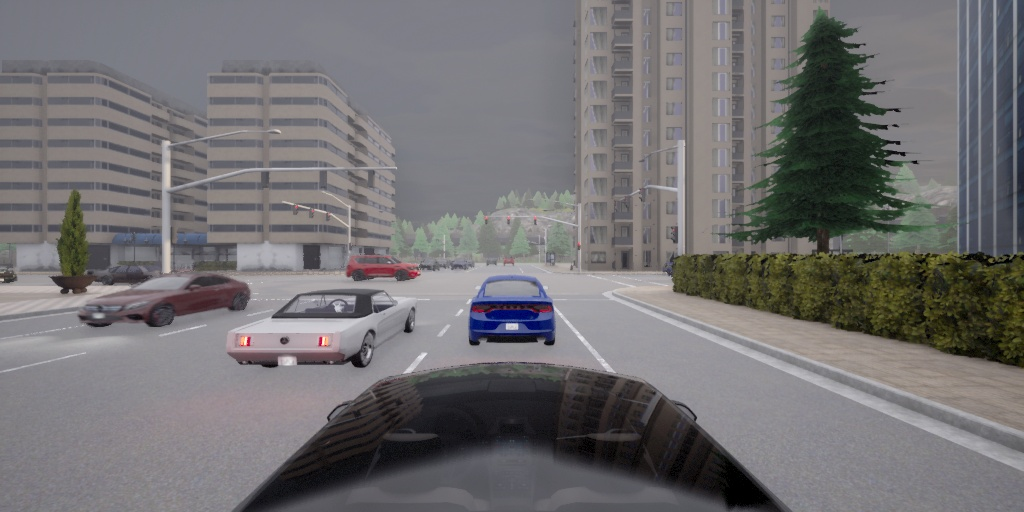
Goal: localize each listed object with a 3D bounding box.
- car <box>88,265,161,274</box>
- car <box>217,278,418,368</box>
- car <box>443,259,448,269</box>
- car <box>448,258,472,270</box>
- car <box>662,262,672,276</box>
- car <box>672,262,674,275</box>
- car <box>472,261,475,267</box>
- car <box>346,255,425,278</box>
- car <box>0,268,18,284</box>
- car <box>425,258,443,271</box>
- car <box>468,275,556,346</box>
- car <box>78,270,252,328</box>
[{"bbox_3d":[-25.654,1.297,24.773,5.357,1.411,2.033,0,0,0],"label":"car"},{"bbox_3d":[-3.496,1.351,7.815,1.895,1.301,4.718,0,0,0],"label":"car"},{"bbox_3d":[-11.083,1.255,56.976,1.837,1.490,4.892,0,0,0],"label":"car"},{"bbox_3d":[-7.546,1.102,52.110,2.097,1.767,4.553,0,0,0],"label":"car"},{"bbox_3d":[17.893,0.971,35.428,5.566,2.045,2.150,0,0,0],"label":"car"},{"bbox_3d":[15.311,1.314,28.230,4.181,1.385,1.994,0,0,0],"label":"car"},{"bbox_3d":[-7.610,1.297,62.551,2.033,1.411,5.357,0,0,1],"label":"car"},{"bbox_3d":[-10.114,0.970,28.261,5.566,2.045,2.150,0,0,0],"label":"car"},{"bbox_3d":[-37.485,1.103,24.787,4.553,1.767,2.097,0,0,0],"label":"car"},{"bbox_3d":[-11.011,1.102,47.891,2.097,1.767,4.553,0,0,0],"label":"car"},{"bbox_3d":[-0.004,1.228,9.481,1.882,1.535,5.008,0,0,0],"label":"car"},{"bbox_3d":[-10.609,1.276,11.523,1.812,1.442,4.674,0,0,0],"label":"car"}]
